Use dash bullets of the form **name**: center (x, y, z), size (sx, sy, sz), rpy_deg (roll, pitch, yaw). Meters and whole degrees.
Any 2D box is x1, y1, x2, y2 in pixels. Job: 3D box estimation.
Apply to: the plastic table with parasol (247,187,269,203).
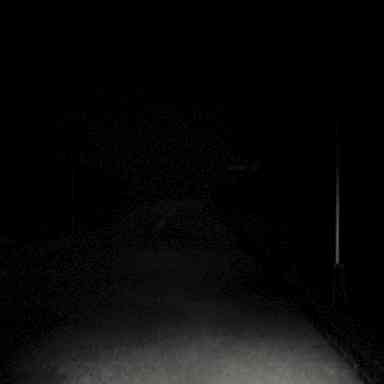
- **plastic table with parasol**: center (10.684, 0.527, 53.516), size (2.482, 2.480, 2.482), rpy_deg (0, 0, -40)
